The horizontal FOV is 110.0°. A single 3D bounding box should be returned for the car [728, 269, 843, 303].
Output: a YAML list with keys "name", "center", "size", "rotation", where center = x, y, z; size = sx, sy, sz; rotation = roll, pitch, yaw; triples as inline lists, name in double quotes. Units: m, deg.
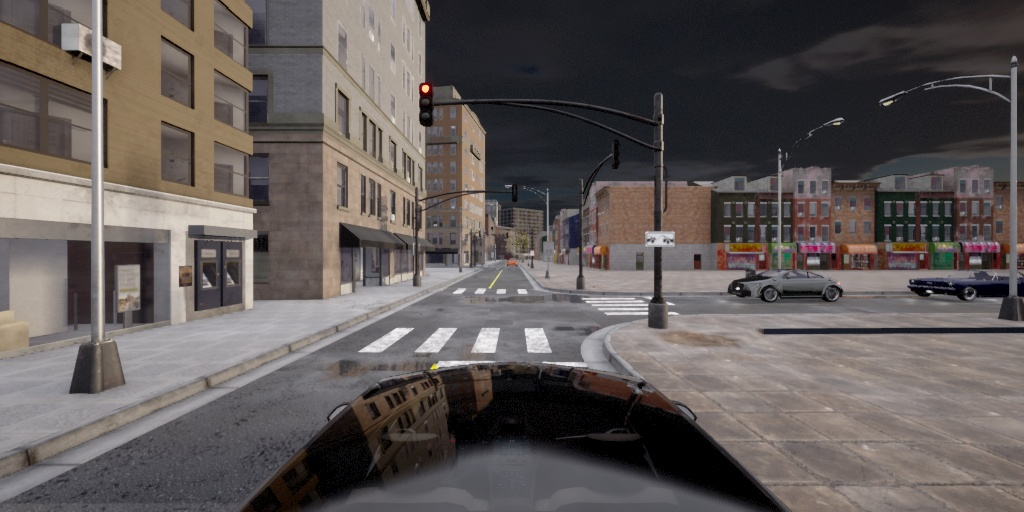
- name: "car"
  center: [12.036, 1.261, 15.957]
  size: [4.181, 1.385, 1.994]
  rotation: [0, 0, 0]

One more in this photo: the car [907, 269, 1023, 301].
- name: "car"
  center: [20.822, 1.265, 16.007]
  size: [4.718, 1.301, 1.895]
  rotation: [0, 0, 0]
